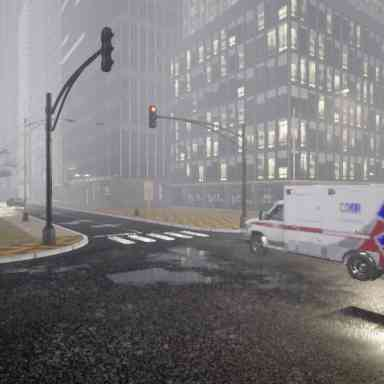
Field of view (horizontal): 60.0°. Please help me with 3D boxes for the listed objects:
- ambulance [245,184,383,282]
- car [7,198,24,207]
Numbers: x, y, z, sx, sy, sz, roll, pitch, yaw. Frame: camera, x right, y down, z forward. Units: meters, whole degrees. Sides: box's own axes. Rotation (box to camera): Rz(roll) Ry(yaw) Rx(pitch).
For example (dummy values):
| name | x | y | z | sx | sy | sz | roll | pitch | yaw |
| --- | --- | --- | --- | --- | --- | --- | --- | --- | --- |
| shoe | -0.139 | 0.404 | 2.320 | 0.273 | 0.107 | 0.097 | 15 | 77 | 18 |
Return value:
| name | x | y | z | sx | sy | sz | roll | pitch | yaw |
| --- | --- | --- | --- | --- | --- | --- | --- | --- | --- |
| ambulance | 4.352 | 1.031 | 10.076 | 2.351 | 2.431 | 6.366 | 0 | 0 | -33 |
| car | -26.818 | 1.549 | 50.548 | 2.033 | 1.411 | 5.357 | 0 | 0 | -35 |
